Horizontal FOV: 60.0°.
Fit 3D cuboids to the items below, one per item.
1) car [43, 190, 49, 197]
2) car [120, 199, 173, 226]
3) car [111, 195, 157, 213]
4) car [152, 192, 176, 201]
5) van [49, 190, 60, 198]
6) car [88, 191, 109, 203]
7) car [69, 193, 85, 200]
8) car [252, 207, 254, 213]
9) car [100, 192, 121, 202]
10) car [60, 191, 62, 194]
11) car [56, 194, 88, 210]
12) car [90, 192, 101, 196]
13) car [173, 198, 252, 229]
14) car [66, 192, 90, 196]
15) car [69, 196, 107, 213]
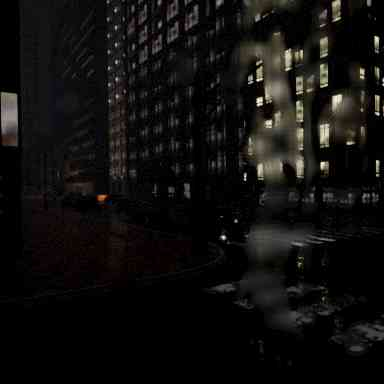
[{"bbox_3d":[-35.652,0.689,84.657,2.008,1.369,4.403,-1,1,-35],"label":"car"},{"bbox_3d":[-2.885,1.455,22.399,2.008,1.369,4.403,-1,1,-35],"label":"car"},{"bbox_3d":[-5.480,1.295,30.664,1.837,1.490,4.892,-1,1,-35],"label":"car"},{"bbox_3d":[-3.640,0.964,38.205,2.192,1.841,5.009,-1,1,-35],"label":"car"},{"bbox_3d":[-32.450,0.532,80.010,1.690,1.788,3.998,-1,1,-35],"label":"van"},{"bbox_3d":[-15.939,0.796,56.782,2.097,1.767,4.553,-1,1,-35],"label":"car"},{"bbox_3d":[-22.847,0.890,66.078,1.887,1.381,4.507,-1,1,-35],"label":"car"},{"bbox_3d":[3.110,1.279,28.348,1.752,1.417,4.829,-1,1,-35],"label":"car"},{"bbox_3d":[-11.955,1.009,51.063,1.837,1.490,4.892,-1,1,-35],"label":"car"},{"bbox_3d":[-21.677,0.946,59.789,1.837,1.490,4.892,-1,1,-34],"label":"car"},{"bbox_3d":[-13.717,1.289,38.065,2.008,1.369,4.403,-1,1,-35],"label":"car"},{"bbox_3d":[-16.134,1.077,51.775,2.033,1.411,5.357,-1,1,-34],"label":"car"},{"bbox_3d":[1.129,1.383,21.061,2.128,1.511,4.902,-1,1,-34],"label":"car"},{"bbox_3d":[-16.117,1.148,46.193,1.812,1.442,4.674,-1,1,-34],"label":"car"},{"bbox_3d":[-10.515,1.354,33.420,1.947,1.339,4.313,-1,1,-35],"label":"car"}]
